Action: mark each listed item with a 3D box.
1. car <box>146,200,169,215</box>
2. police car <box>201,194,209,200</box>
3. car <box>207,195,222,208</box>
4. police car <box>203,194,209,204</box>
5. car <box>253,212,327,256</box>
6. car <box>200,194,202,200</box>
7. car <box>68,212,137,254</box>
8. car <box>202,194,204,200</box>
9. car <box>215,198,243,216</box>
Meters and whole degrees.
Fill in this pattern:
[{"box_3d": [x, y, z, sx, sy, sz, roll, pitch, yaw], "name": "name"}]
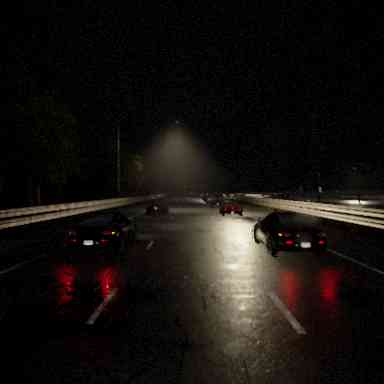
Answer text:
[{"box_3d": [-3.410, 1.503, 33.392, 1.994, 1.385, 4.181, 0, 0, 0], "name": "car"}, {"box_3d": [3.480, 1.264, 90.394, 2.038, 1.542, 4.974, 0, 0, 0], "name": "police car"}, {"box_3d": [3.490, 1.420, 46.396, 1.837, 1.490, 4.892, 0, 0, 0], "name": "car"}, {"box_3d": [3.488, 1.395, 57.396, 2.038, 1.542, 4.974, 0, 0, 0], "name": "police car"}, {"box_3d": [3.594, 1.502, 12.804, 1.812, 1.442, 4.674, 0, 0, 0], "name": "car"}, {"box_3d": [3.483, 1.243, 79.394, 2.033, 1.649, 4.856, 0, 0, 0], "name": "car"}, {"box_3d": [-3.406, 1.501, 13.248, 1.812, 1.442, 4.674, 0, 0, 0], "name": "car"}, {"box_3d": [3.485, 1.360, 68.395, 1.837, 1.490, 4.892, 0, 0, 0], "name": "car"}, {"box_3d": [3.590, 1.543, 31.644, 1.895, 1.301, 4.718, 0, 0, 0], "name": "car"}]
